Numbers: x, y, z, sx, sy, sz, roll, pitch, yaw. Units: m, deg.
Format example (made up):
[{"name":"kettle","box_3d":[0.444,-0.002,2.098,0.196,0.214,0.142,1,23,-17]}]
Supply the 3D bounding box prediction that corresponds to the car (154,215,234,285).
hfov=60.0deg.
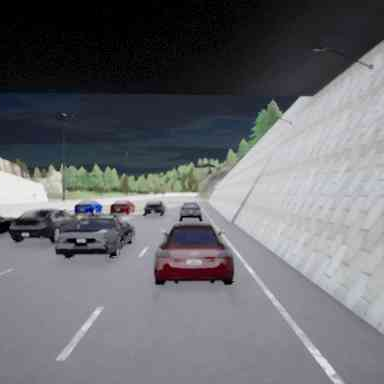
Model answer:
[{"name":"car","box_3d":[0.038,1.582,9.625,1.994,1.385,4.181,0,0,0]}]

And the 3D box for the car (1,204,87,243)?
[{"name":"car","box_3d":[-7.016,1.554,16.401,1.837,1.490,4.892,0,0,0]}]

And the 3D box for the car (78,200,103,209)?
[{"name":"car","box_3d":[-10.661,1.571,34.674,1.882,1.535,5.008,0,0,0]}]

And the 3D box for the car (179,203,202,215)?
[{"name":"car","box_3d":[-0.106,1.600,27.850,2.033,1.411,5.357,0,0,0]}]

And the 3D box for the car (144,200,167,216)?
[{"name":"car","box_3d":[-3.647,1.577,33.224,1.837,1.490,4.892,0,0,0]}]

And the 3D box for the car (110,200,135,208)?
[{"name":"car","box_3d":[-7.158,1.562,34.672,1.882,1.535,5.008,0,0,0]}]

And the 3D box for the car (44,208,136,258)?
[{"name":"car","box_3d":[-3.489,1.581,12.913,2.033,1.411,5.357,0,0,0]}]
